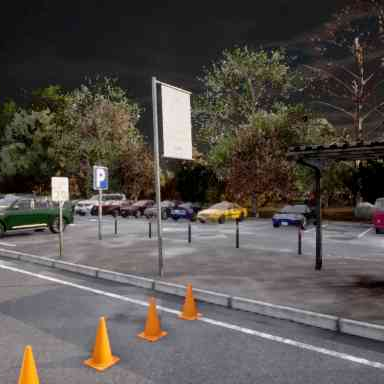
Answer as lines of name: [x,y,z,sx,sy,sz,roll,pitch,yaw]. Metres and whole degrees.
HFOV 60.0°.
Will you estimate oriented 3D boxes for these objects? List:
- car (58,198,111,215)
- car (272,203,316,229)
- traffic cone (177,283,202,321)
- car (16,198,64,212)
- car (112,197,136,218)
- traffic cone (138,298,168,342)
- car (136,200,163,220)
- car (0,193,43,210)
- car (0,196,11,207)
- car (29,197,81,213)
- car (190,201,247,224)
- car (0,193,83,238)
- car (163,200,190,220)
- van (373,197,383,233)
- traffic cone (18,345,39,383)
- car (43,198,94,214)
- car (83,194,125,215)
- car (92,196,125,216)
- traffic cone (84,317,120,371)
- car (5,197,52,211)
car: [-11.164,1.461,34.892,2.231,1.521,4.892,0,0,35]
car: [6.989,1.513,22.105,2.163,1.488,4.792,0,0,35]
traffic cone: [-0.042,1.957,6.036,0.340,0.580,0.340,0,0,36]
car: [-17.990,1.469,39.661,2.163,1.488,4.792,0,0,35]
car: [-4.345,1.469,30.113,2.097,1.535,5.008,0,0,35]
traffic cone: [-0.617,1.957,5.220,0.340,0.580,0.340,0,0,35]
car: [-2.074,1.473,28.518,2.231,1.521,4.892,0,0,35]
car: [-22.535,1.153,42.857,2.435,2.045,5.566,0,0,35]
car: [-29.226,1.333,47.823,1.946,1.575,5.366,1,0,35]
car: [-15.599,1.444,38.243,1.946,1.575,5.366,0,0,35]
car: [2.356,1.475,25.169,1.946,1.575,5.366,0,0,35]
car: [-8.904,1.221,17.289,2.435,2.045,5.566,0,0,35]
car: [0.209,1.505,26.941,2.163,1.488,4.792,0,0,35]
van: [11.613,1.264,19.032,1.878,1.987,4.442,0,0,35]
traffic cone: [-1.767,1.957,3.587,0.340,0.580,0.340,0,0,35]
car: [-13.436,1.455,36.490,2.097,1.535,5.008,0,0,35]
car: [-8.907,1.212,33.278,2.435,2.045,5.566,0,0,35]
car: [-6.617,1.466,31.710,2.097,1.535,5.008,0,0,35]
traffic cone: [-1.192,1.957,4.404,0.340,0.580,0.340,0,0,35]
car: [-20.233,1.452,41.310,2.163,1.488,4.792,0,0,35]
